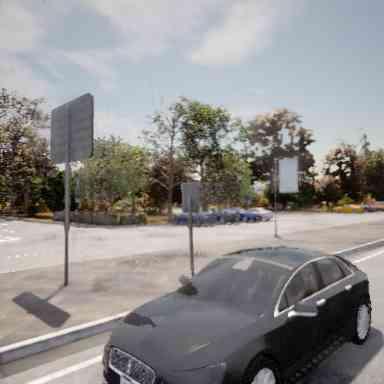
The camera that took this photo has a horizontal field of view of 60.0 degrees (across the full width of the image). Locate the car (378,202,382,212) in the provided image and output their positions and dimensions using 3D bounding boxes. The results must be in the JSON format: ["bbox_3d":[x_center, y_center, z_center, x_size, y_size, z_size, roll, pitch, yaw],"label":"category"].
[{"bbox_3d":[32.939,3.151,63.653,4.674,1.452,2.002,-2,-3,45],"label":"car"}]

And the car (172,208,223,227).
[{"bbox_3d":[0.186,2.350,30.602,4.674,1.452,2.002,-2,-2,45],"label":"car"}]

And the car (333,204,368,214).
[{"bbox_3d":[27.065,2.938,57.716,5.008,1.535,2.097,-2,-2,45],"label":"car"}]

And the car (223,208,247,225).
[{"bbox_3d":[2.494,2.364,32.927,4.892,1.521,2.231,-2,-2,45],"label":"car"}]

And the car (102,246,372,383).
[{"bbox_3d":[1.083,1.646,4.916,4.892,1.490,1.837,2,-3,-45],"label":"car"}]

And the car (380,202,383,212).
[{"bbox_3d":[36.880,3.116,67.591,4.553,1.767,2.185,-2,-3,45],"label":"car"}]

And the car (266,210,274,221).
[{"bbox_3d":[7.012,2.508,37.489,4.674,1.452,2.002,-2,-2,45],"label":"car"}]

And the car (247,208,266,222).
[{"bbox_3d":[4.790,2.417,35.260,5.008,1.535,2.097,-2,-2,45],"label":"car"}]

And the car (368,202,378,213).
[{"bbox_3d":[30.976,3.049,61.677,5.008,1.535,2.097,-2,-2,45],"label":"car"}]
